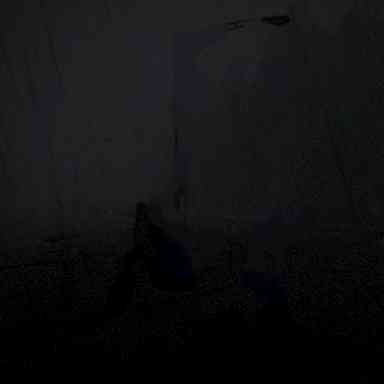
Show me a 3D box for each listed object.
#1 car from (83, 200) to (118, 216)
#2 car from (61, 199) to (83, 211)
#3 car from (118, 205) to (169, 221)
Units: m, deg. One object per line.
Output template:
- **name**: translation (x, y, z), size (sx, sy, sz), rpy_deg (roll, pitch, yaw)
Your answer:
- **car**: translation (-8.970, 1.556, 33.098), size (1.812, 1.442, 4.674), rpy_deg (0, 0, -35)
- **car**: translation (-14.713, 1.595, 41.191), size (1.994, 1.385, 4.181), rpy_deg (0, 0, -35)
- **car**: translation (-3.680, 1.631, 25.667), size (1.895, 1.301, 4.718), rpy_deg (0, 0, -35)
